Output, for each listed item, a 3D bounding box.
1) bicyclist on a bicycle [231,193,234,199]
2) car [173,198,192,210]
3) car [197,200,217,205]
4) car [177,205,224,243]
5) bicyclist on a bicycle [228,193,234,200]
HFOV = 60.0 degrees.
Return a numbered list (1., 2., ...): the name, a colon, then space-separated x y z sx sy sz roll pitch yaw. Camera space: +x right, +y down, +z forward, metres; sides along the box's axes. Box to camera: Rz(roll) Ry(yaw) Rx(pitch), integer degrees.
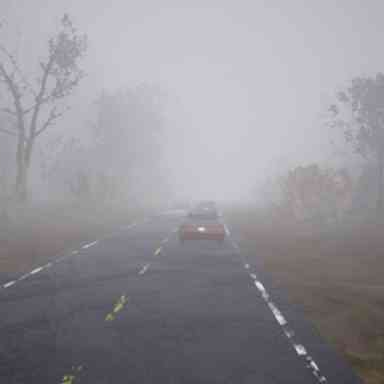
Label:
1. bicyclist on a bicycle: 11.347 1.094 92.701 0.659 1.776 1.843 0 0 13
2. car: -1.084 1.430 39.640 1.994 1.385 4.181 0 0 6
3. car: 1.394 1.458 31.333 1.994 1.385 4.181 0 0 4
4. car: 0.478 1.508 15.797 1.994 1.385 4.181 0 0 2
5. bicyclist on a bicycle: 9.464 1.115 83.950 0.659 1.776 1.843 0 0 12
